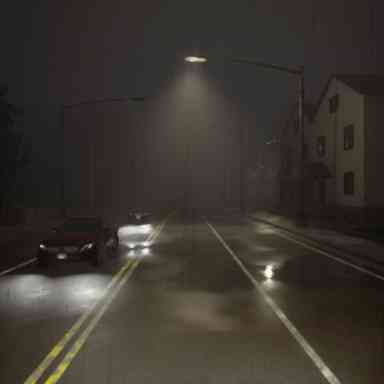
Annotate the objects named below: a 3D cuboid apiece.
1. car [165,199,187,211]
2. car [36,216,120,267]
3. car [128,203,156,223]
[{"bbox_3d":[-2.378,1.724,48.396,2.097,1.767,4.553,0,0,-21],"label":"car"},{"bbox_3d":[-3.817,1.623,11.944,1.812,1.442,4.674,0,-1,-1],"label":"car"},{"bbox_3d":[-4.121,1.716,27.729,2.128,1.511,4.902,0,-1,-1],"label":"car"}]
